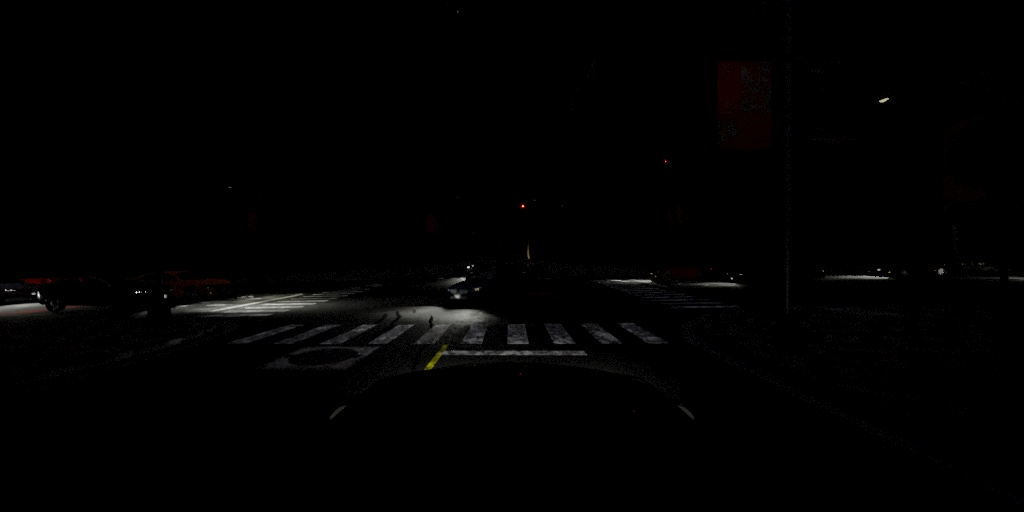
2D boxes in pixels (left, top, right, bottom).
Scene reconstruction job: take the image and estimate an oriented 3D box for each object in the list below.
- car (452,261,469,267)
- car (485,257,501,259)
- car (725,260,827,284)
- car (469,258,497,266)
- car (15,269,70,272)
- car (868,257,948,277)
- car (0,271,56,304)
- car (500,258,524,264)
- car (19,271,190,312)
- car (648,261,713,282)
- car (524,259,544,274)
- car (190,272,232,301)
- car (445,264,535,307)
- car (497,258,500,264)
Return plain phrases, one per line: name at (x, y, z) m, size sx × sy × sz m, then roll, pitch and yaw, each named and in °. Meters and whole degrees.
car at (-5.792, 1.306, 41.126) m, size 2.007 × 1.370 × 4.403 m, roll 0°, pitch 0°, yaw 0°
car at (-3.201, 1.288, 58.891) m, size 1.812 × 1.442 × 4.674 m, roll 0°, pitch 0°, yaw 0°
car at (16.416, 0.977, 22.451) m, size 5.357 × 1.411 × 2.033 m, roll -1°, pitch 0°, yaw 0°
car at (-3.117, 1.246, 39.094) m, size 2.128 × 1.511 × 4.902 m, roll 0°, pitch 0°, yaw 0°
car at (-29.916, 1.626, 22.375) m, size 4.553 × 1.767 × 2.097 m, roll -1°, pitch 0°, yaw 0°
car at (28.314, 0.780, 25.715) m, size 4.181 × 1.385 × 1.994 m, roll -1°, pitch 0°, yaw 0°
car at (-27.623, 1.763, 18.932) m, size 4.674 × 1.442 × 1.812 m, roll -1°, pitch 0°, yaw 0°
car at (-0.026, 1.232, 38.156) m, size 1.882 × 1.535 × 5.008 m, roll 0°, pitch 0°, yaw 0°
car at (-17.626, 1.546, 15.706) m, size 4.902 × 1.511 × 2.128 m, roll -1°, pitch 0°, yaw 2°
car at (12.063, 1.066, 25.785) m, size 4.181 × 1.385 × 1.994 m, roll -1°, pitch 0°, yaw 3°
car at (2.733, 1.305, 41.164) m, size 2.007 × 1.370 × 4.403 m, roll 0°, pitch 0°, yaw 0°
car at (-17.649, 1.528, 18.950) m, size 5.008 × 1.535 × 1.882 m, roll -1°, pitch 0°, yaw 2°
car at (-0.963, 1.280, 15.945) m, size 1.812 × 1.442 × 4.674 m, roll -2°, pitch -1°, yaw 30°
car at (-3.164, 1.305, 48.953) m, size 2.033 × 1.411 × 5.357 m, roll 0°, pitch 0°, yaw 0°
